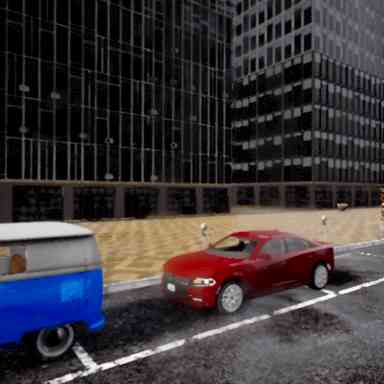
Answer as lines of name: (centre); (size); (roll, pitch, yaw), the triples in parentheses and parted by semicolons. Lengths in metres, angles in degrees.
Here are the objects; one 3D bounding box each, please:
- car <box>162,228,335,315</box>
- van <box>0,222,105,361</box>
car: (1.442, 1.569, 7.603); (4.507, 1.381, 1.887); (0, 0, -36)
van: (-3.165, 1.340, 4.303); (3.998, 1.788, 1.690); (0, 0, -36)
